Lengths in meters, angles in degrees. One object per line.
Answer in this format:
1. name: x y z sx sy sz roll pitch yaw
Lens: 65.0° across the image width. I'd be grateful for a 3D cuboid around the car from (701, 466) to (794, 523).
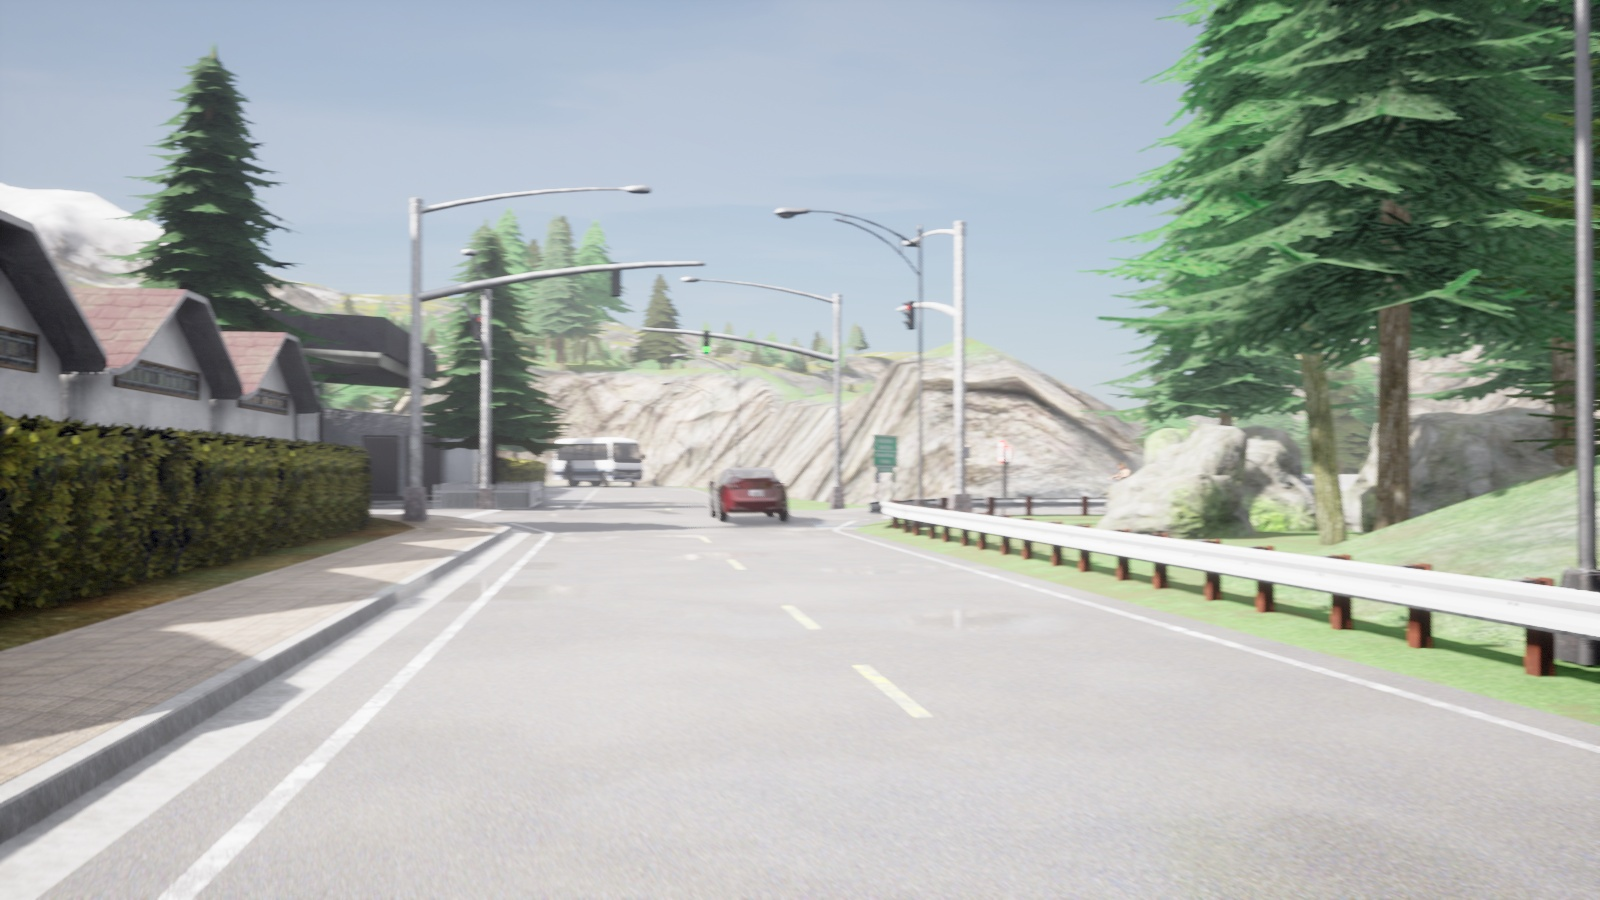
1. car: -1.587 1.242 35.883 2.163 1.488 4.792 -1 -1 -8
